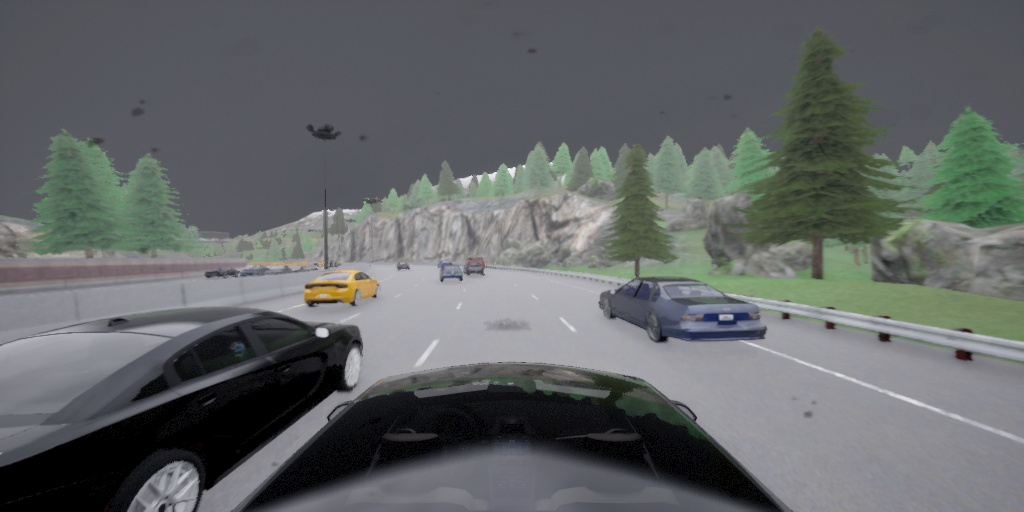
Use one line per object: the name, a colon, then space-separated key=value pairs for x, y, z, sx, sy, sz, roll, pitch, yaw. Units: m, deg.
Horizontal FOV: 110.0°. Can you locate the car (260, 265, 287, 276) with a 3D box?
car: x=-26.382 y=1.760 z=40.746 sx=1.812 sy=1.442 sz=4.674 roll=-1 pitch=0 yaw=-15

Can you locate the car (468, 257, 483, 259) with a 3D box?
car: x=-6.273 y=1.174 z=59.576 sx=2.150 sy=2.045 sz=5.566 roll=0 pitch=0 yaw=-22

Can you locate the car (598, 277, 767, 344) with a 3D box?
car: x=3.955 y=1.249 z=9.482 sx=2.033 sy=1.411 sz=5.357 roll=-1 pitch=0 yaw=-5

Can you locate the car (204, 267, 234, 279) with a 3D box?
car: x=-34.103 y=1.959 z=42.297 sx=1.895 sy=1.301 sz=4.718 roll=-1 pitch=0 yaw=-17

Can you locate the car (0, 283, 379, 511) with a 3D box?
car: x=-3.286 y=1.283 z=3.799 sx=1.882 sy=1.535 sz=5.008 roll=0 pitch=0 yaw=-1

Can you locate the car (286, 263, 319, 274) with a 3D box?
car: x=-22.208 y=1.766 z=38.751 sx=1.895 sy=1.301 sz=4.718 roll=-1 pitch=0 yaw=-14

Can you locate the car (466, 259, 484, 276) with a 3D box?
car: x=-4.327 y=1.379 z=39.926 sx=2.128 sy=1.511 sz=4.902 roll=-1 pitch=0 yaw=-14

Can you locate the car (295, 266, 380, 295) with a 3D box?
car: x=-7.498 y=1.371 z=16.306 sx=1.882 sy=1.535 sz=5.008 roll=-1 pitch=0 yaw=-5

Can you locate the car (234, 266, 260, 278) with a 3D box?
car: x=-30.743 y=1.854 z=43.216 sx=2.033 sy=1.411 sz=5.357 roll=-1 pitch=0 yaw=-17

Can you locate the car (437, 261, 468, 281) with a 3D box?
car: x=-5.510 y=1.438 z=31.997 sx=2.033 sy=1.411 sz=5.357 roll=-1 pitch=0 yaw=-14
